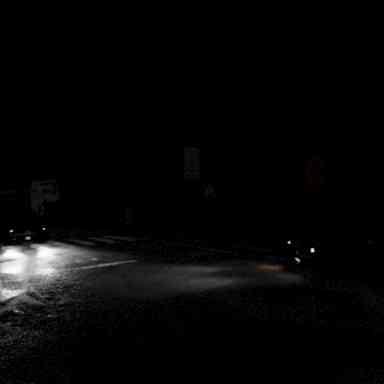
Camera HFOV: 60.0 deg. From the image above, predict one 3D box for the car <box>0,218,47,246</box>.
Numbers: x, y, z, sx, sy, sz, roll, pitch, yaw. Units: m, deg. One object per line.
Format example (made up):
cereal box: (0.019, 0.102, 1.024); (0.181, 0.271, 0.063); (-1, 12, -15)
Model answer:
car: (-9.350, 2.075, 18.067); (1.895, 1.301, 4.718); (0, -4, -37)

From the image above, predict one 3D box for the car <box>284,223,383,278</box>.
car: (5.227, 1.613, 9.794); (4.718, 1.301, 1.895); (0, 0, -8)
